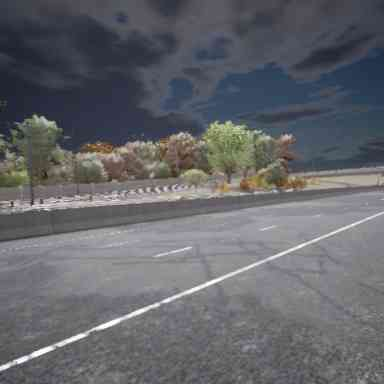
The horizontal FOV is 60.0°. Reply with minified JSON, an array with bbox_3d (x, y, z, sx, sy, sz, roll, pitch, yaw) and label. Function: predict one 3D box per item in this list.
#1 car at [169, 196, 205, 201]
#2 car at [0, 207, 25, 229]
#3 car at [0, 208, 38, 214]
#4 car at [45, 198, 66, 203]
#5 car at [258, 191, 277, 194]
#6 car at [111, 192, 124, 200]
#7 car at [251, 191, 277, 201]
[{"bbox_3d":[0.132,1.254,37.512,2.128,1.511,4.902,-3,0,40],"label":"car"},{"bbox_3d":[-15.331,2.017,24.438,1.882,1.535,5.008,-3,0,40],"label":"car"},{"bbox_3d":[-12.285,1.891,22.627,2.128,1.511,4.902,-3,0,40],"label":"car"},{"bbox_3d":[-20.408,1.584,49.366,1.994,1.385,4.181,-3,1,17],"label":"car"},{"bbox_3d":[11.875,0.662,51.554,2.128,1.511,4.902,-3,0,40],"label":"car"},{"bbox_3d":[-15.016,0.725,66.020,2.128,1.511,4.902,-3,2,19],"label":"car"},{"bbox_3d":[12.479,0.674,57.657,2.033,1.411,5.357,-3,0,40],"label":"car"}]
